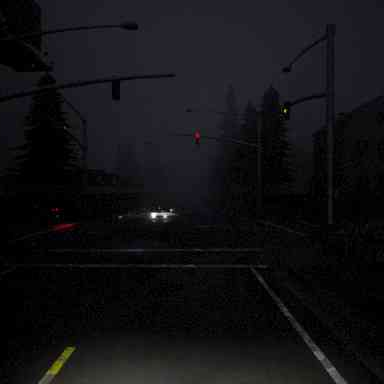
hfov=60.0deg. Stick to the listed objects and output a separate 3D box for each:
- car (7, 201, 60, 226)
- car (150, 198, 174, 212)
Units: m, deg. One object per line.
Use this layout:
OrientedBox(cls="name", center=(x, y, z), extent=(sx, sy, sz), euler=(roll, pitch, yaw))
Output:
OrientedBox(cls="car", center=(-11.092, 1.317, 21.408), extent=(4.902, 1.511, 2.128), euler=(1, 0, -1))
OrientedBox(cls="car", center=(-3.517, 1.564, 38.001), extent=(1.994, 1.385, 4.181), euler=(0, 0, 0))
